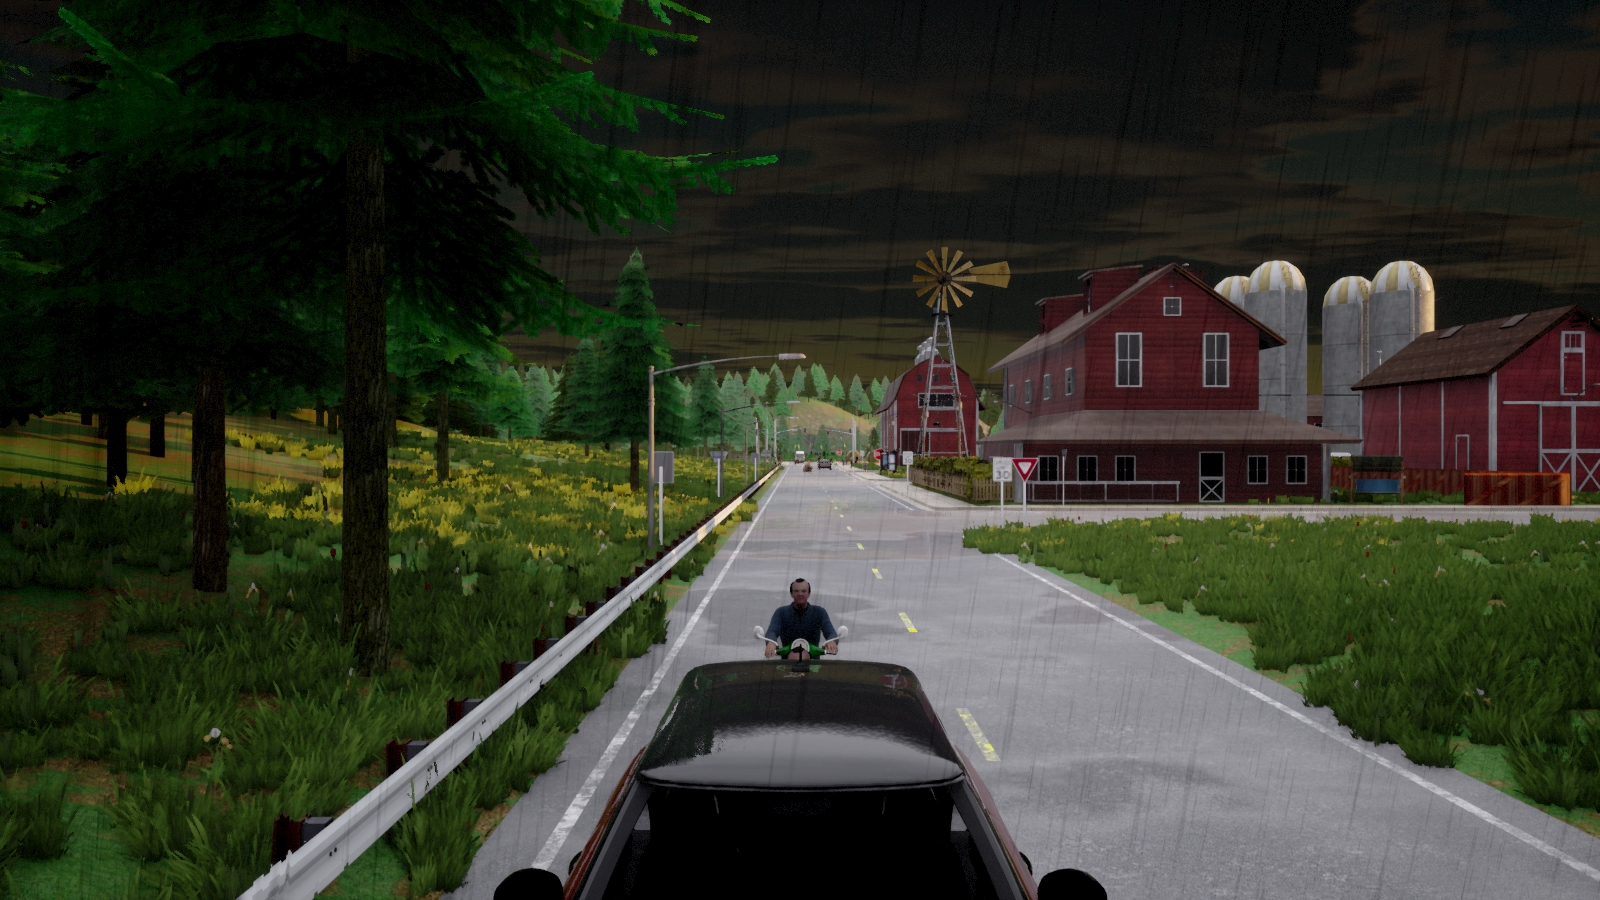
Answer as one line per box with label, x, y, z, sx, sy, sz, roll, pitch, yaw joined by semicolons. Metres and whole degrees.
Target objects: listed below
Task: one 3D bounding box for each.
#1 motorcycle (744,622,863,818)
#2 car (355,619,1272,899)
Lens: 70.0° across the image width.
motorcycle;0.024;2.230;9.842;0.867;1.251;2.209;-2;-3;0
car;0.032;1.899;4.503;2.097;1.767;4.553;0;0;0
